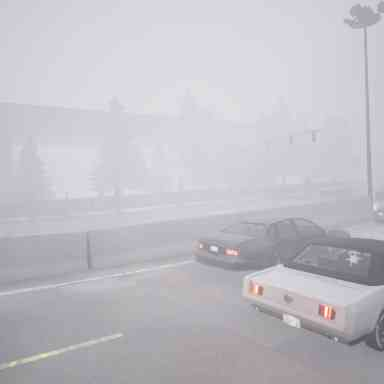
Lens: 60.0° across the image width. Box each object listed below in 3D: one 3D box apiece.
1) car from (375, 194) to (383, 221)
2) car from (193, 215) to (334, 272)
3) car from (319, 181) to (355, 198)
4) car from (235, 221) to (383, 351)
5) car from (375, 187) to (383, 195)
[{"bbox_3d":[10.749,0.868,15.796,5.357,1.411,2.033,-4,2,-36],"label":"car"},{"bbox_3d":[2.601,1.400,9.932,5.357,1.411,2.033,-3,1,-36],"label":"car"},{"bbox_3d":[16.233,-0.346,37.249,4.553,1.767,2.097,-4,3,-36],"label":"car"},{"bbox_3d":[3.236,1.506,6.080,4.718,1.301,1.895,-2,1,-36],"label":"car"},{"bbox_3d":[18.625,-0.095,30.346,5.008,1.535,1.882,-4,2,-36],"label":"car"}]
